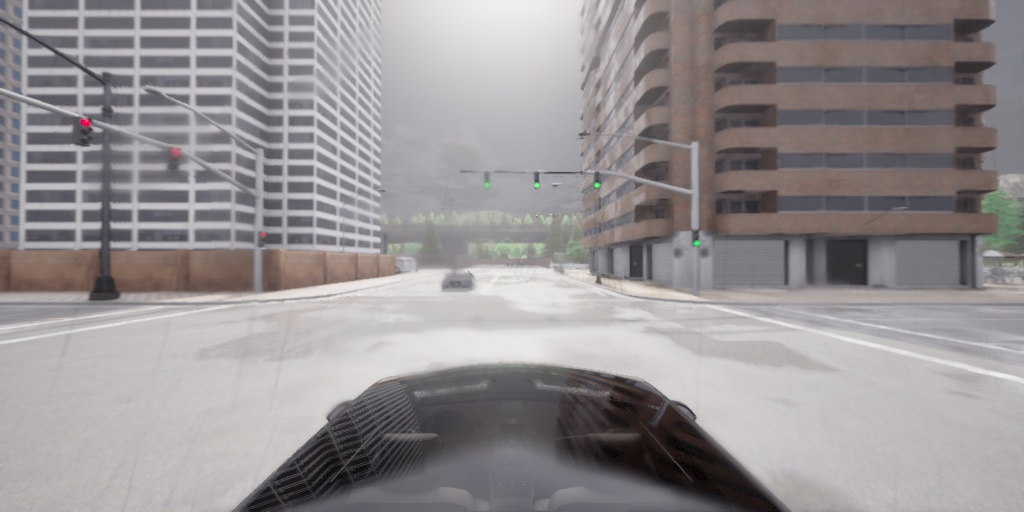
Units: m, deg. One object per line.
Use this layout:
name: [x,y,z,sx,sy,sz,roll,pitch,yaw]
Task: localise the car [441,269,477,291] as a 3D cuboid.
car: [-3.493,1.582,24.165,1.994,1.385,4.181,0,0,0]
